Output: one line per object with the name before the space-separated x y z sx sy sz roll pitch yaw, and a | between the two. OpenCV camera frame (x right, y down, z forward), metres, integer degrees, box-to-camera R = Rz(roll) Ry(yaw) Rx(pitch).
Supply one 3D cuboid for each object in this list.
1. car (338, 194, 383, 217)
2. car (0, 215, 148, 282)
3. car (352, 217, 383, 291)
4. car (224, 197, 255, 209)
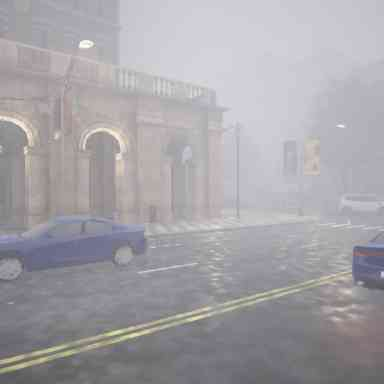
car | 16.435 1.224 30.809 2.150 2.045 5.566 0 0 -36
car | -3.754 1.477 9.923 5.008 1.535 1.882 0 0 -36
car | 5.803 1.478 7.996 5.008 1.535 1.882 0 0 -37
car | 6.310 1.504 44.886 1.837 1.490 4.892 0 0 -36
